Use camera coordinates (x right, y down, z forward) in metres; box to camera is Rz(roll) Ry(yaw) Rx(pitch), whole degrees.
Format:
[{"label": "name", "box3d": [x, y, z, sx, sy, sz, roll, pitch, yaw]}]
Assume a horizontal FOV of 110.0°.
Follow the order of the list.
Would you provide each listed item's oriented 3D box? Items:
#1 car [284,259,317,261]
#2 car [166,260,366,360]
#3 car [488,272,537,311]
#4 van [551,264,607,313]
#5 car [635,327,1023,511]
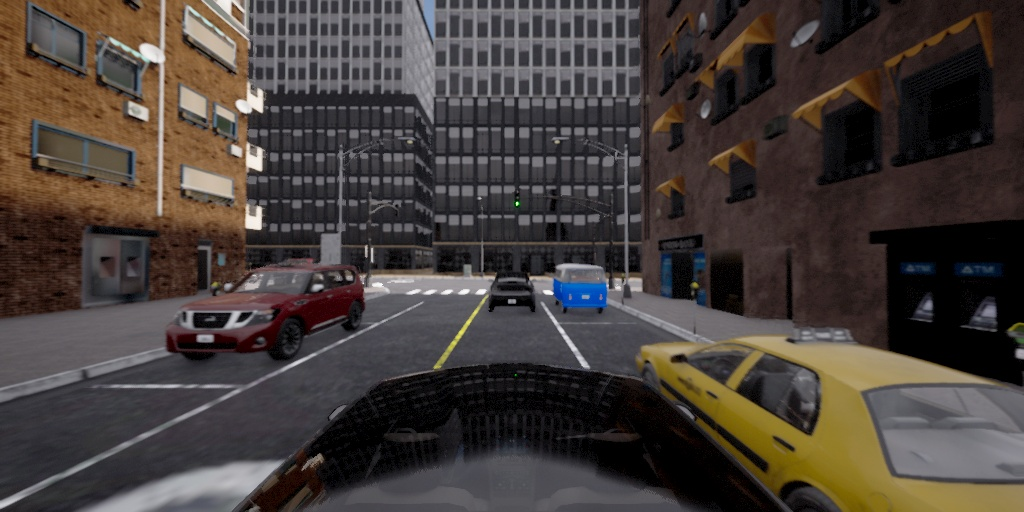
[{"label": "car", "box3d": [-20.883, 1.189, 34.320, 5.009, 1.841, 2.192, 0, 0, 0]}, {"label": "car", "box3d": [-5.314, 1.137, 8.718, 2.192, 1.841, 5.009, 0, 0, 0]}, {"label": "car", "box3d": [0.017, 1.399, 15.349, 1.837, 1.490, 4.892, 0, 0, 0]}, {"label": "van", "box3d": [2.566, 1.223, 14.357, 1.690, 1.789, 3.998, 0, 0, 0]}, {"label": "car", "box3d": [2.566, 1.290, 3.248, 1.751, 1.417, 4.829, 0, 0, 0]}]
